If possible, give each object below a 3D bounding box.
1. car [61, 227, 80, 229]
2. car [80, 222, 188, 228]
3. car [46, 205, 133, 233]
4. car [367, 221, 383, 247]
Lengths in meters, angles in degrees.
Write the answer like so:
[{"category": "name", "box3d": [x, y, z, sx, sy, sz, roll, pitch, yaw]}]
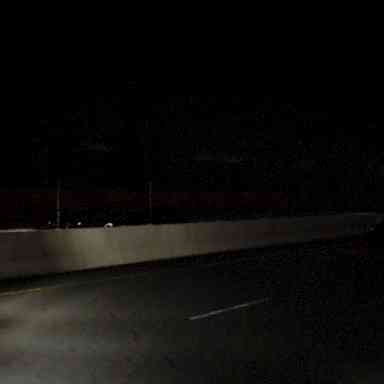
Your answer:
[{"category": "car", "box3d": [-4.316, 1.581, 18.113, 4.902, 1.511, 2.128, 1, -1, -36]}, {"category": "car", "box3d": [-2.361, 1.440, 15.207, 4.553, 1.767, 2.097, 1, -1, -36]}, {"category": "car", "box3d": [-6.380, 1.594, 20.940, 4.892, 1.490, 1.837, 1, -1, -36]}, {"category": "car", "box3d": [9.767, 1.780, 15.015, 4.181, 1.385, 1.994, 1, 0, -35]}]
